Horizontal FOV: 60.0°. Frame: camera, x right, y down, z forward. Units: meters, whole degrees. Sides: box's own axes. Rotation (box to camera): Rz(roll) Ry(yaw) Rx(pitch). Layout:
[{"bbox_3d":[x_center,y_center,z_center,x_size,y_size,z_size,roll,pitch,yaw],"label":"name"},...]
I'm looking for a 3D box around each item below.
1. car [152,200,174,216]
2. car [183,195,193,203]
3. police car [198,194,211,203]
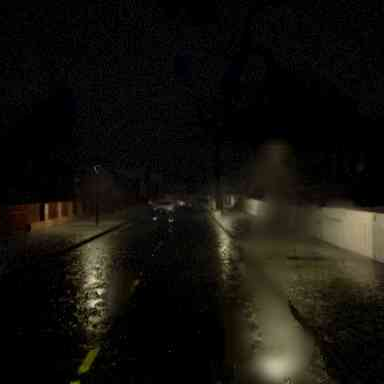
[{"bbox_3d":[-2.810,1.529,33.206,1.812,1.442,4.674,0,0,1],"label":"car"},{"bbox_3d":[-0.847,1.526,73.610,2.128,1.511,4.902,0,0,5],"label":"car"},{"bbox_3d":[2.224,1.452,67.309,1.930,1.638,5.238,0,0,4],"label":"police car"}]
